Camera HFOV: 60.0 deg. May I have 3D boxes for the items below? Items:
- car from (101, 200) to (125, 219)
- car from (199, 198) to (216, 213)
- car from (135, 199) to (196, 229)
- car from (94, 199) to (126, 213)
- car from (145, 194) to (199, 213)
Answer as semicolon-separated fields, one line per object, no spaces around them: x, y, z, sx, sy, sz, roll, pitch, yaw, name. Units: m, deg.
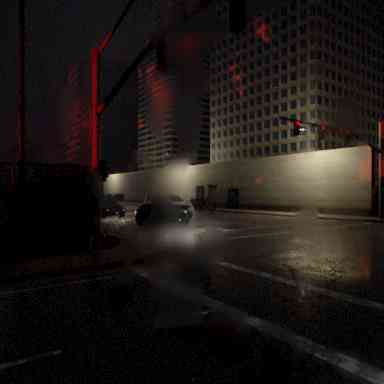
-7.493;1.467;29.164;1.812;1.442;4.674;0;0;-35;car
0.619;1.430;36.217;2.128;1.511;4.902;0;0;-35;car
-2.042;1.446;21.477;1.837;1.490;4.892;0;0;-35;car
-9.386;1.541;37.856;1.895;1.301;4.718;0;0;-35;car
-2.106;1.162;27.635;2.150;2.045;5.566;0;0;-35;car
